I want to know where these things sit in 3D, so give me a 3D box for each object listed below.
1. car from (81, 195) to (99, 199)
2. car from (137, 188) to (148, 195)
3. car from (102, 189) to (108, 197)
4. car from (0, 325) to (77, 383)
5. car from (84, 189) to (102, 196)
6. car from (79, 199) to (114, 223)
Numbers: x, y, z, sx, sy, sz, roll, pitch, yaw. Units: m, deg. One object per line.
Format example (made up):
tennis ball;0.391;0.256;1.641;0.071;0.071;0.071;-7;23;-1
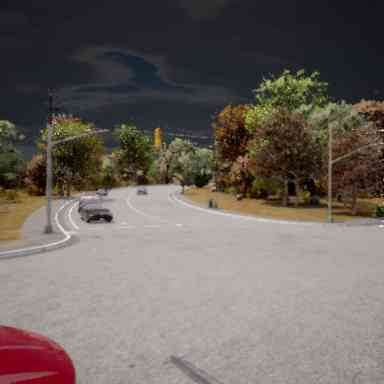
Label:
car;-10.877;1.383;35.079;1.994;1.385;4.181;1;1;-19
car;-10.187;-0.220;68.458;2.033;1.411;5.357;1;3;-1
car;-16.692;0.131;61.518;1.994;1.385;4.181;1;3;-6
car;-3.109;1.480;1.530;5.008;1.535;1.882;0;0;-35
car;-13.722;0.771;44.931;2.097;1.767;4.553;1;3;-14
car;-7.659;1.562;26.368;2.033;1.411;5.357;1;0;-26
